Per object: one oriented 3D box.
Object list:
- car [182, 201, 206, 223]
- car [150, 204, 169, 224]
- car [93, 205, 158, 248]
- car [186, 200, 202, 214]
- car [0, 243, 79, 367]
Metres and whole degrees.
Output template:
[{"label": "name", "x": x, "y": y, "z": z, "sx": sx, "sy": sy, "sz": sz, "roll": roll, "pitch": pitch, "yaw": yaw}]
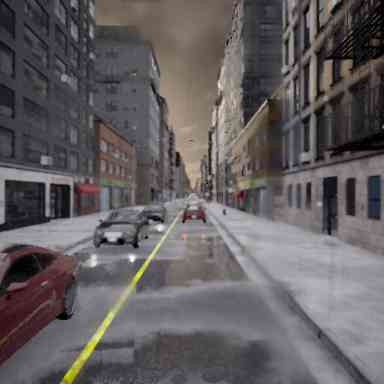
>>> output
[{"label": "car", "x": 0.173, "y": 1.682, "z": 26.919, "sx": 1.812, "sy": 1.442, "sz": 4.674, "roll": 0, "pitch": -1, "yaw": 1}, {"label": "car", "x": -2.919, "y": 1.692, "z": 26.695, "sx": 2.033, "sy": 1.411, "sz": 5.357, "roll": 0, "pitch": 0, "yaw": 1}, {"label": "car", "x": -3.031, "y": 1.566, "z": 15.188, "sx": 2.128, "sy": 1.511, "sz": 4.902, "roll": 0, "pitch": 0, "yaw": 0}, {"label": "car", "x": 0.218, "y": 1.785, "z": 39.806, "sx": 1.812, "sy": 1.442, "sz": 4.674, "roll": 0, "pitch": 0, "yaw": 1}, {"label": "car", "x": -3.092, "y": 1.543, "z": 4.753, "sx": 1.812, "sy": 1.442, "sz": 4.674, "roll": 0, "pitch": 0, "yaw": 1}]
